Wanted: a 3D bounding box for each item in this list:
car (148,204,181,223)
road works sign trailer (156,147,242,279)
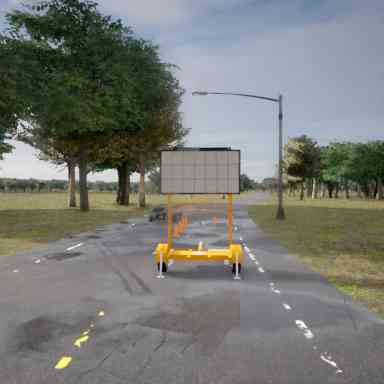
[{"bbox_3d":[-1.997,1.576,25.477,1.994,1.385,4.181,0,0,6],"label":"car"},{"bbox_3d":[0.246,0.465,10.057,2.380,3.560,2.880,0,0,3],"label":"road works sign trailer"}]
